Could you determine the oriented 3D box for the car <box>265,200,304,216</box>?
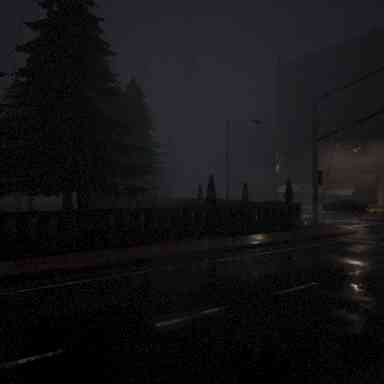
[{"bbox_3d":[7.286,1.422,28.808,1.882,1.535,5.008,0,0,-33],"label":"car"}]

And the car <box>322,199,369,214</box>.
[{"bbox_3d":[15.894,1.470,34.658,1.812,1.442,4.674,0,0,-34],"label":"car"}]

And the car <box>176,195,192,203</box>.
[{"bbox_3d":[-1.601,1.437,66.923,2.128,1.511,4.902,0,0,13],"label":"car"}]

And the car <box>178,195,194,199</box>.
[{"bbox_3d":[-1.473,1.471,47.259,1.812,1.442,4.674,0,0,-12],"label":"car"}]

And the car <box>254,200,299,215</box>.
[{"bbox_3d":[8.454,1.509,33.455,1.994,1.385,4.181,0,0,-32],"label":"car"}]

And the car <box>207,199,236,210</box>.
[{"bbox_3d":[3.669,1.545,42.247,1.895,1.301,4.718,0,0,-20],"label":"car"}]

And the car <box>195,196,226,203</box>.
[{"bbox_3d":[2.495,1.470,36.817,1.812,1.442,4.674,0,0,-28],"label":"car"}]
